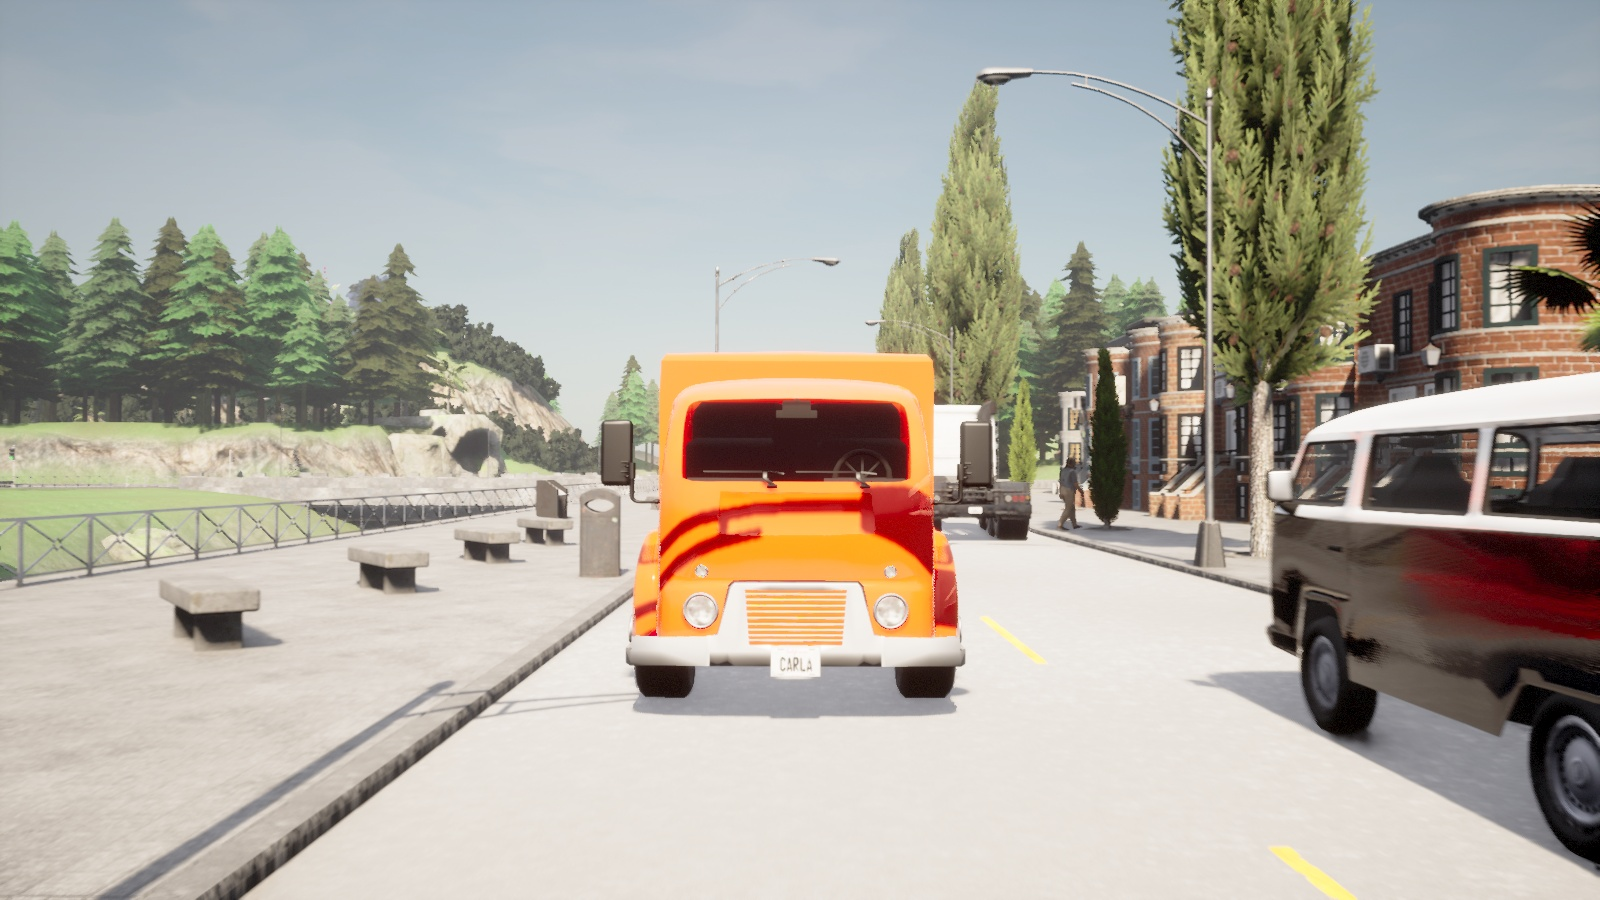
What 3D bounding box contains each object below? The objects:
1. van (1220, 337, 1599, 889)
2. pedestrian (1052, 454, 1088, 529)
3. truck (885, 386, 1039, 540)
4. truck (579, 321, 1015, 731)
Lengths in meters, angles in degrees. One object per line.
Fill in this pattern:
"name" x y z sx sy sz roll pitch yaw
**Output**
"van" 3.981 0.631 6.528 2.069 2.038 4.480 0 -1 0
"pedestrian" 6.692 1.020 31.186 0.694 1.848 0.540 0 -1 -14
"truck" 3.913 0.356 32.219 2.891 3.462 7.936 0 -1 0
"truck" -0.030 0.499 10.195 2.627 2.467 5.204 0 -1 0
